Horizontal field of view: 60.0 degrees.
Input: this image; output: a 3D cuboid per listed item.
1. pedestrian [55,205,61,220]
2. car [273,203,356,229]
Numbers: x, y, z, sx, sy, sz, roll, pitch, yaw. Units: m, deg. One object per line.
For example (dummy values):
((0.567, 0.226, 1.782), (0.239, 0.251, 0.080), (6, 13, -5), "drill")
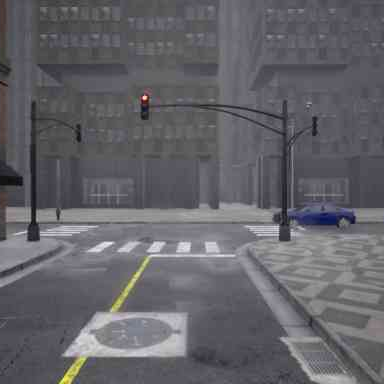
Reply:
((-9.825, 1.532, 24.453), (0.500, 1.100, 0.500), (0, 0, 1), "pedestrian")
((7.675, 1.464, 21.007), (5.008, 1.535, 1.882), (0, 0, -3), "car")
